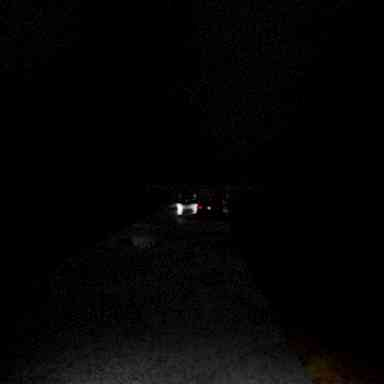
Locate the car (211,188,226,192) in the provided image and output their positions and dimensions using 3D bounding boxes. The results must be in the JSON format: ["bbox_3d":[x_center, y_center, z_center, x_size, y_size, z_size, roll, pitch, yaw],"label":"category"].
[{"bbox_3d":[3.288,0.154,41.537,1.895,1.301,4.718,0,3,6],"label":"car"}]

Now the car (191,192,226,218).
[{"bbox_3d":[1.353,0.990,24.026,2.033,1.411,5.357,0,2,6],"label":"car"}]

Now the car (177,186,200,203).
[{"bbox_3d":[-0.265,0.195,35.717,2.097,1.767,4.553,2,3,7],"label":"car"}]
